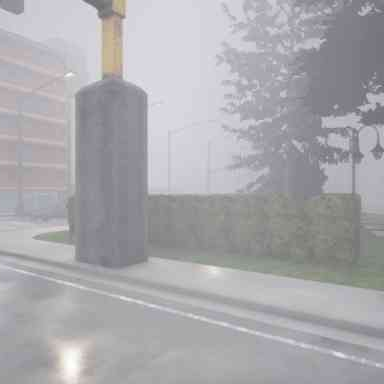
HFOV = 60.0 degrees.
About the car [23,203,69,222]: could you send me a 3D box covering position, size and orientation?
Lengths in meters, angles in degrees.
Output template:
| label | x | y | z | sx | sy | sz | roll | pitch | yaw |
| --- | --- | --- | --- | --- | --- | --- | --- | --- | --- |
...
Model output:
| label | x | y | z | sx | sy | sz | roll | pitch | yaw |
| --- | --- | --- | --- | --- | --- | --- | --- | --- | --- |
| car | -10.916 | 1.587 | 27.388 | 2.033 | 1.411 | 5.357 | 0 | 0 | 36 |
